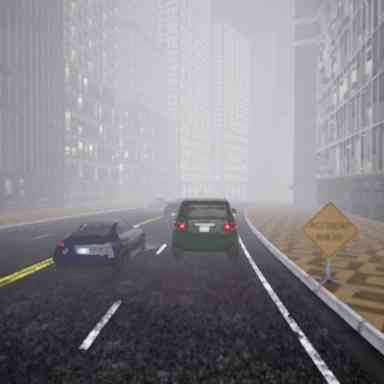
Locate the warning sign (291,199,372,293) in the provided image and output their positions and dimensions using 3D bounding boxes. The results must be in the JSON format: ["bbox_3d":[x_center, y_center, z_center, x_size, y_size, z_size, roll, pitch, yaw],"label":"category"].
[{"bbox_3d":[3.014,1.120,7.341,1.300,1.860,1.060,1,1,2],"label":"warning sign"}]

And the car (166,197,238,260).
[{"bbox_3d":[0.540,1.218,12.695,2.150,2.045,5.566,0,0,4],"label":"car"}]

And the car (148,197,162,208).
[{"bbox_3d":[-4.789,1.514,47.573,1.812,1.442,4.674,0,0,12],"label":"car"}]

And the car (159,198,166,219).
[{"bbox_3d":[-1.190,1.502,28.715,1.837,1.490,4.892,0,0,7],"label":"car"}]

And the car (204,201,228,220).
[{"bbox_3d":[2.173,1.536,29.364,1.812,1.442,4.674,0,0,8],"label":"car"}]

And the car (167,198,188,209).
[{"bbox_3d":[-1.911,1.528,45.429,1.812,1.442,4.674,0,0,11],"label":"car"}]

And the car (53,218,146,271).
[{"bbox_3d":[-2.804,1.555,10.947,1.994,1.385,4.181,0,0,3],"label":"car"}]
